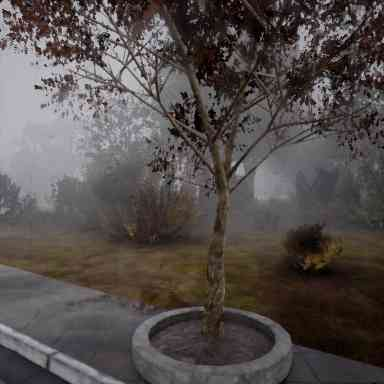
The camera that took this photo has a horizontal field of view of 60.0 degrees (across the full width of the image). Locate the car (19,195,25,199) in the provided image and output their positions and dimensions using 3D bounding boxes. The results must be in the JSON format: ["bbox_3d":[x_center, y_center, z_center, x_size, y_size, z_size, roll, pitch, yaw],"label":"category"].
[{"bbox_3d":[-22.628,1.174,43.321,1.837,1.490,4.892,1,0,32],"label":"car"}]
